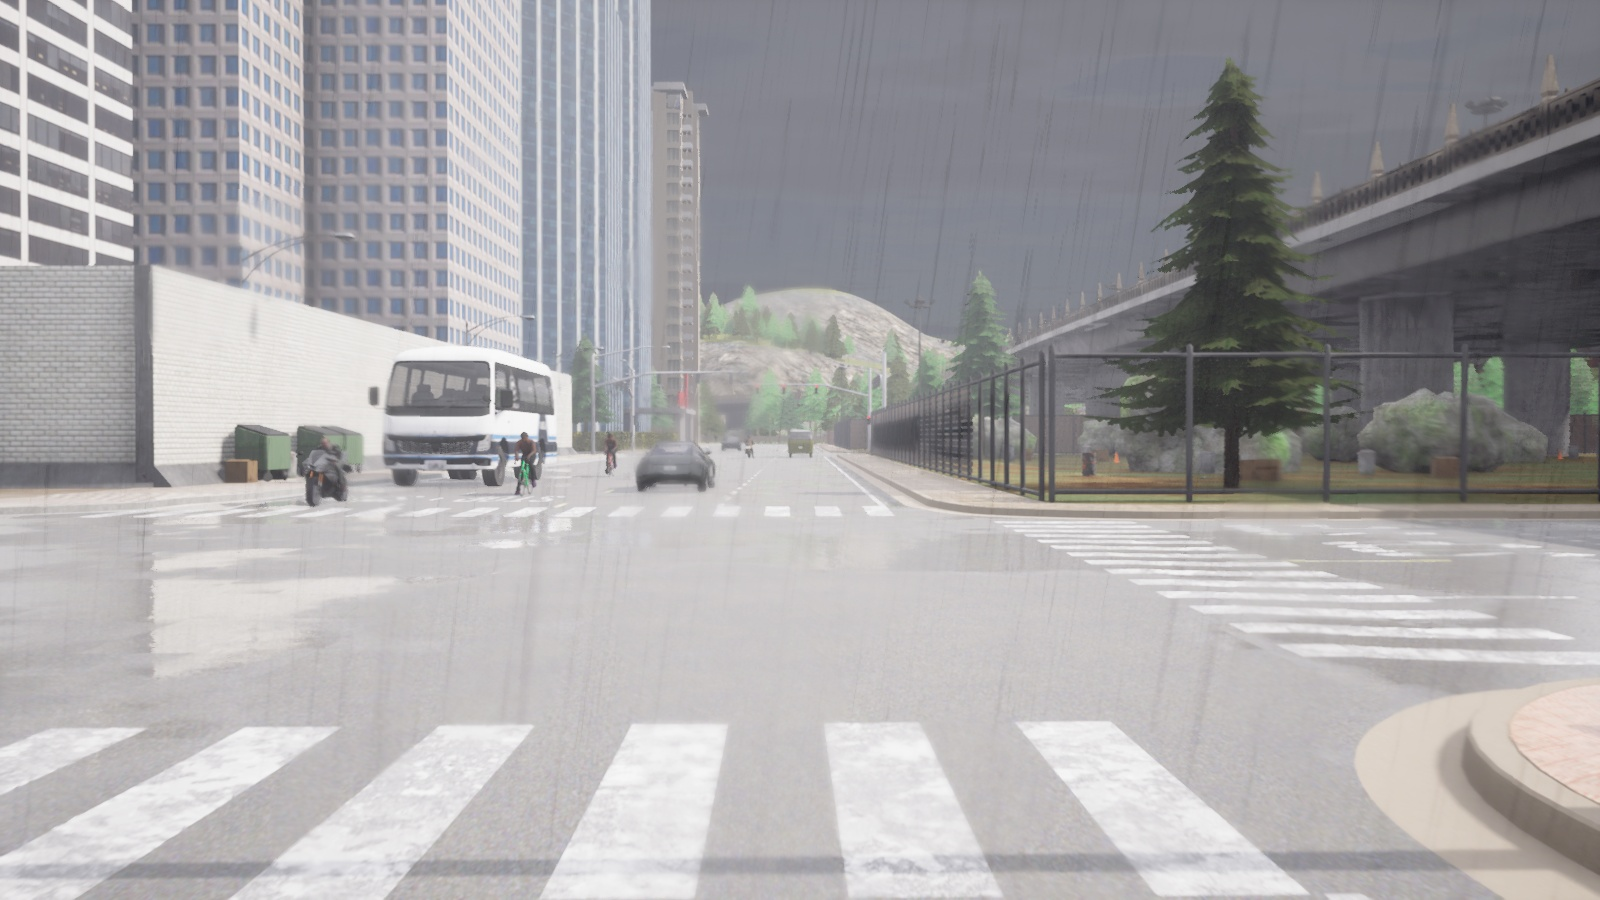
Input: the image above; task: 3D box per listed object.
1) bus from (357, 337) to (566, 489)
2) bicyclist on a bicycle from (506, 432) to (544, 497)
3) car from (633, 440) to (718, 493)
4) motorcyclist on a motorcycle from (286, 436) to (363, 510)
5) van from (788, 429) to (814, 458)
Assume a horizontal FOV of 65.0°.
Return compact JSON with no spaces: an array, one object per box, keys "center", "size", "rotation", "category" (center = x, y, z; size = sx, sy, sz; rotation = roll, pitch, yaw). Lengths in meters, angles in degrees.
[{"center":[-10.462,-1.077,40.373],"size":[3.944,4.253,10.273],"rotation":[0,0,0],"category":"bus"},{"center":[-6.968,0.347,31.873],"size":[0.582,1.620,1.656],"rotation":[0,1,0],"category":"bicyclist on a bicycle"},{"center":[-3.463,0.420,35.637],"size":[1.994,1.385,4.181],"rotation":[0,1,0],"category":"car"},{"center":[-10.470,0.479,27.737],"size":[0.866,1.530,2.191],"rotation":[0,1,0],"category":"motorcyclist on a motorcycle"},{"center":[0.060,-0.468,89.235],"size":[1.775,1.987,4.442],"rotation":[0,1,0],"category":"van"}]
